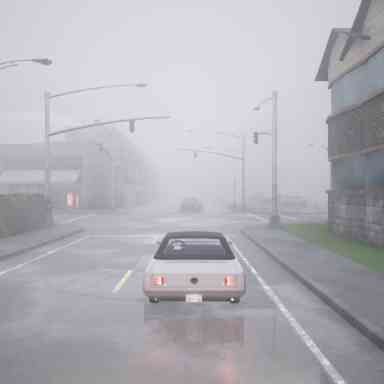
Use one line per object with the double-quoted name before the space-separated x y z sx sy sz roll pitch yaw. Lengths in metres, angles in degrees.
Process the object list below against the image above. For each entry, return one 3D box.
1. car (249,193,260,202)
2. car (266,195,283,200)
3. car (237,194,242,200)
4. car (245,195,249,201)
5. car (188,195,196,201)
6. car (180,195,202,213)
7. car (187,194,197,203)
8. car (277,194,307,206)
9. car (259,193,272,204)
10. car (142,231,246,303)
"car" 14.189 1.092 67.314 3.866 1.878 1.905 0 0 0
"car" 21.339 1.400 85.821 3.806 1.475 1.970 0 0 0
"car" 13.920 1.389 88.803 3.633 1.501 1.845 0 0 0
"car" 13.777 1.113 70.219 4.605 1.855 1.932 0 0 0
"car" 0.031 1.530 82.047 1.994 1.385 4.181 0 0 0
"car" -0.037 1.357 36.778 2.097 1.767 4.553 0 0 6
"car" 0.027 1.350 71.954 2.097 1.767 4.553 0 0 0
"car" 14.507 1.248 48.102 3.806 1.475 1.970 0 0 0
"car" 14.186 1.169 54.519 5.027 1.636 2.152 0 0 0
"car" 0.061 1.601 8.134 1.895 1.301 4.718 0 0 1
